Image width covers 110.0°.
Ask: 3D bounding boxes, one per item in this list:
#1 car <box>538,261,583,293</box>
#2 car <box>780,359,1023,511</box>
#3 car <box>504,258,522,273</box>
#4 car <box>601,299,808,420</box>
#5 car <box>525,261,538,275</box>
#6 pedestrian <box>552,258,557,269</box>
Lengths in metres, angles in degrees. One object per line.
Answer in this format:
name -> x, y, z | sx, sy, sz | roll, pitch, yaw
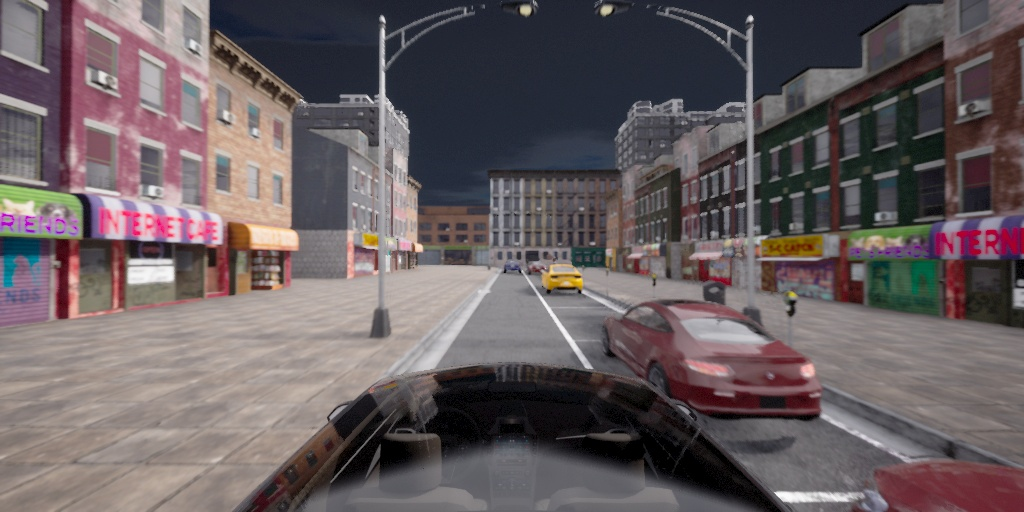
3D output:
car -> 2.750, 1.227, 20.544 | 1.882, 1.535, 5.008 | 0, 0, 0
car -> 2.639, 1.333, 0.202 | 1.802, 1.307, 4.207 | 0, 0, 0
car -> 0.072, 1.114, 43.737 | 2.097, 1.767, 4.553 | 0, 0, 0
car -> 2.639, 1.331, 5.706 | 1.802, 1.307, 4.207 | 0, 0, 0
car -> 2.637, 1.197, 38.727 | 1.967, 1.591, 4.097 | 0, 0, 0
pedestrian -> 2.749, 1.043, 23.555 | 0.375, 1.860, 0.375 | 0, -1, 0
